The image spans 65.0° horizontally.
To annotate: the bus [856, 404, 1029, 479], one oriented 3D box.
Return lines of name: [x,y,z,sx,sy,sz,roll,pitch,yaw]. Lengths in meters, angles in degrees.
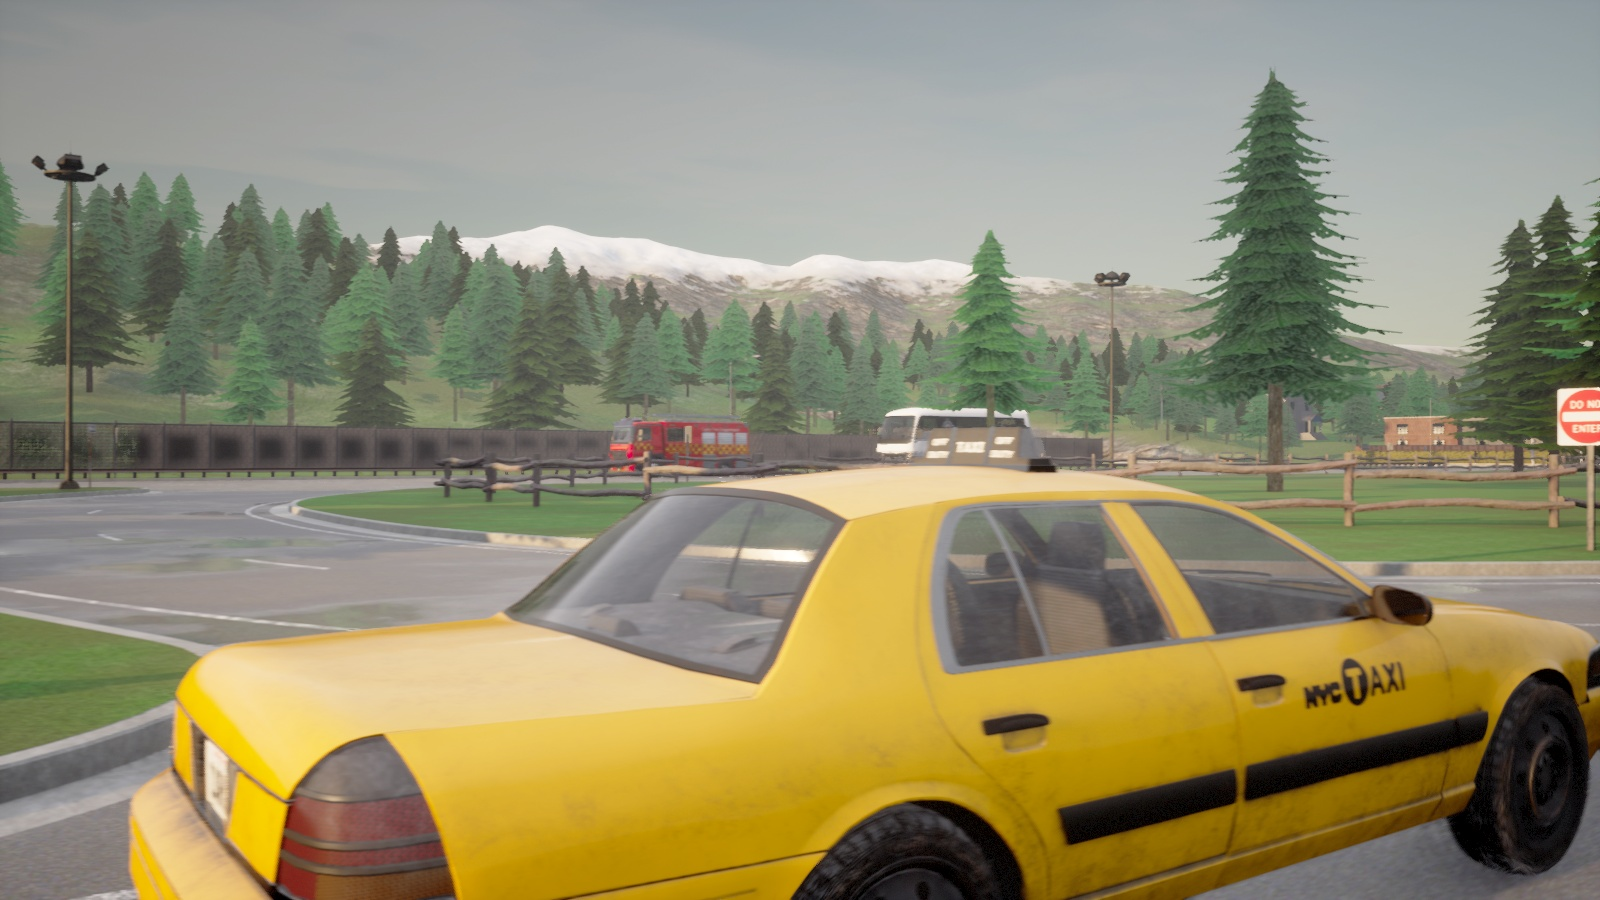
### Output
bus: [8.669,-0.460,75.481,10.273,4.253,3.944,0,0,-35]

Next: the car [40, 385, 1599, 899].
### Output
car: [0.691,0.693,4.140,5.366,1.575,1.801,0,0,-35]

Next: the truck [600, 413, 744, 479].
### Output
truck: [-7.757,-0.212,76.791,8.468,3.827,2.891,0,0,-35]
